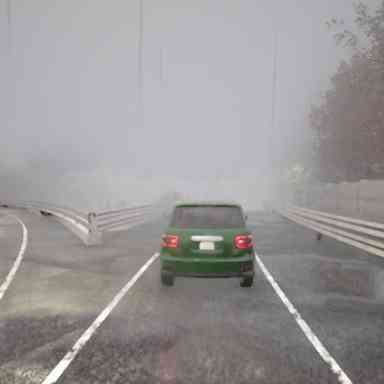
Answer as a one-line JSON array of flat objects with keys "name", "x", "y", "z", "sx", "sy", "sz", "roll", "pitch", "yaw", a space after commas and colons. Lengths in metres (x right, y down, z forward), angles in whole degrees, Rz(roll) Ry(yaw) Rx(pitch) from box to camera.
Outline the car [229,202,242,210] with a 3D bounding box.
[{"name": "car", "x": 7.550, "y": 2.369, "z": 57.134, "sx": 1.895, "sy": 1.301, "sz": 4.718, "roll": 0, "pitch": -3, "yaw": 10}]

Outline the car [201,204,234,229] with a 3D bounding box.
[{"name": "car", "x": 1.813, "y": 1.548, "z": 22.355, "sx": 1.994, "sy": 1.385, "sz": 4.181, "roll": 0, "pitch": 0, "yaw": 8}]

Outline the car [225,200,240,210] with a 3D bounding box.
[{"name": "car", "x": 6.016, "y": 1.944, "z": 48.939, "sx": 1.994, "sy": 1.385, "sz": 4.181, "roll": 0, "pitch": -2, "yaw": 9}]

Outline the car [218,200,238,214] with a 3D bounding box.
[{"name": "car", "x": 4.067, "y": 1.620, "z": 37.311, "sx": 1.994, "sy": 1.385, "sz": 4.181, "roll": 0, "pitch": -1, "yaw": 9}]

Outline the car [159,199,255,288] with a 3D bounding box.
[{"name": "car", "x": 0.430, "y": 1.212, "z": 9.476, "sx": 2.150, "sy": 2.045, "sz": 5.566, "roll": 0, "pitch": 0, "yaw": 3}]
